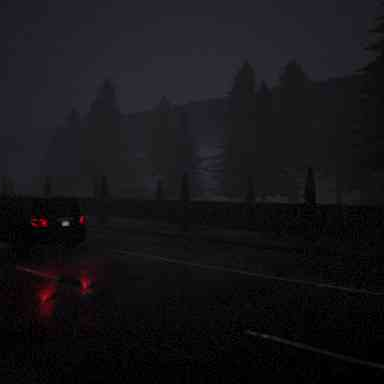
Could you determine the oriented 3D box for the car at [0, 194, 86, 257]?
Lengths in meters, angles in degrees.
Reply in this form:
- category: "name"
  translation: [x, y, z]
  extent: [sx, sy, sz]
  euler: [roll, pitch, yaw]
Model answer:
- category: "car"
  translation: [-6.425, 1.099, 12.775]
  extent: [5.566, 2.045, 2.150]
  euler: [2, 1, 36]
